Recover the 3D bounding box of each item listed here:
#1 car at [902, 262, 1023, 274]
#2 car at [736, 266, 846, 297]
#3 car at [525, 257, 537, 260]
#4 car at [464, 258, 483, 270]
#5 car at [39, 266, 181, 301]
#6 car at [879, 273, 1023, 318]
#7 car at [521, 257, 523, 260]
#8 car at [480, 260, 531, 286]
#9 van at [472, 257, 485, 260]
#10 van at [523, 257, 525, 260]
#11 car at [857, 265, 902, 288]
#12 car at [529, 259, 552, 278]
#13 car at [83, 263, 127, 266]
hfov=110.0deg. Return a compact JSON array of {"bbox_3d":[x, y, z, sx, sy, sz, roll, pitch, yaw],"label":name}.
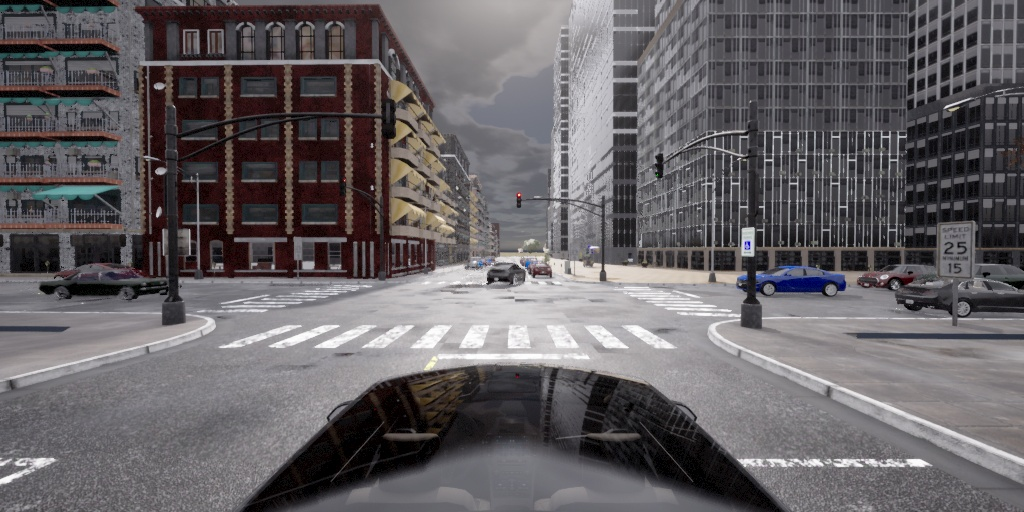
[{"bbox_3d":[24.146,1.188,18.886,4.553,1.767,2.097,0,1,1],"label":"car"},{"bbox_3d":[14.686,1.270,19.046,5.008,1.535,1.882,0,1,2],"label":"car"},{"bbox_3d":[2.744,1.159,39.086,1.967,1.591,4.097,0,0,0],"label":"car"},{"bbox_3d":[-5.578,1.269,50.364,1.948,1.339,4.313,0,0,0],"label":"car"},{"bbox_3d":[-18.140,1.293,16.371,4.718,1.301,1.895,0,1,1],"label":"car"},{"bbox_3d":[16.741,1.445,13.100,4.403,1.370,2.007,0,0,1],"label":"car"},{"bbox_3d":[2.783,1.240,56.024,1.888,1.381,4.507,0,0,0],"label":"car"},{"bbox_3d":[-0.330,1.241,25.640,1.837,1.490,4.892,2,1,17],"label":"car"},{"bbox_3d":[-5.565,1.036,56.010,1.690,1.789,3.998,0,0,0],"label":"van"},{"bbox_3d":[2.770,1.044,50.378,1.690,1.789,3.998,0,0,0],"label":"van"},{"bbox_3d":[23.420,1.230,21.632,4.097,1.591,1.967,0,0,1],"label":"car"},{"bbox_3d":[2.731,1.271,33.440,1.888,1.381,4.507,0,0,0],"label":"car"},{"bbox_3d":[-25.809,1.110,22.397,4.507,1.381,1.888,0,0,1],"label":"car"}]
